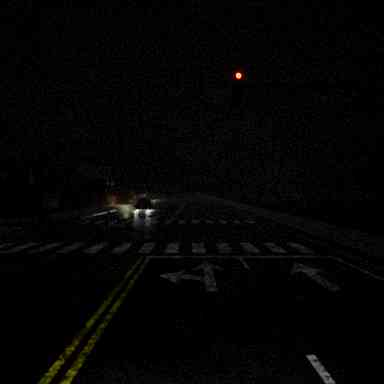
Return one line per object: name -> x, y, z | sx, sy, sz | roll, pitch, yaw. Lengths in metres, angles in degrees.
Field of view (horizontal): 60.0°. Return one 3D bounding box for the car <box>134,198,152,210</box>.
car -> -6.412, 1.576, 44.151 | 1.837, 1.490, 4.892 | 0, 1, 0
